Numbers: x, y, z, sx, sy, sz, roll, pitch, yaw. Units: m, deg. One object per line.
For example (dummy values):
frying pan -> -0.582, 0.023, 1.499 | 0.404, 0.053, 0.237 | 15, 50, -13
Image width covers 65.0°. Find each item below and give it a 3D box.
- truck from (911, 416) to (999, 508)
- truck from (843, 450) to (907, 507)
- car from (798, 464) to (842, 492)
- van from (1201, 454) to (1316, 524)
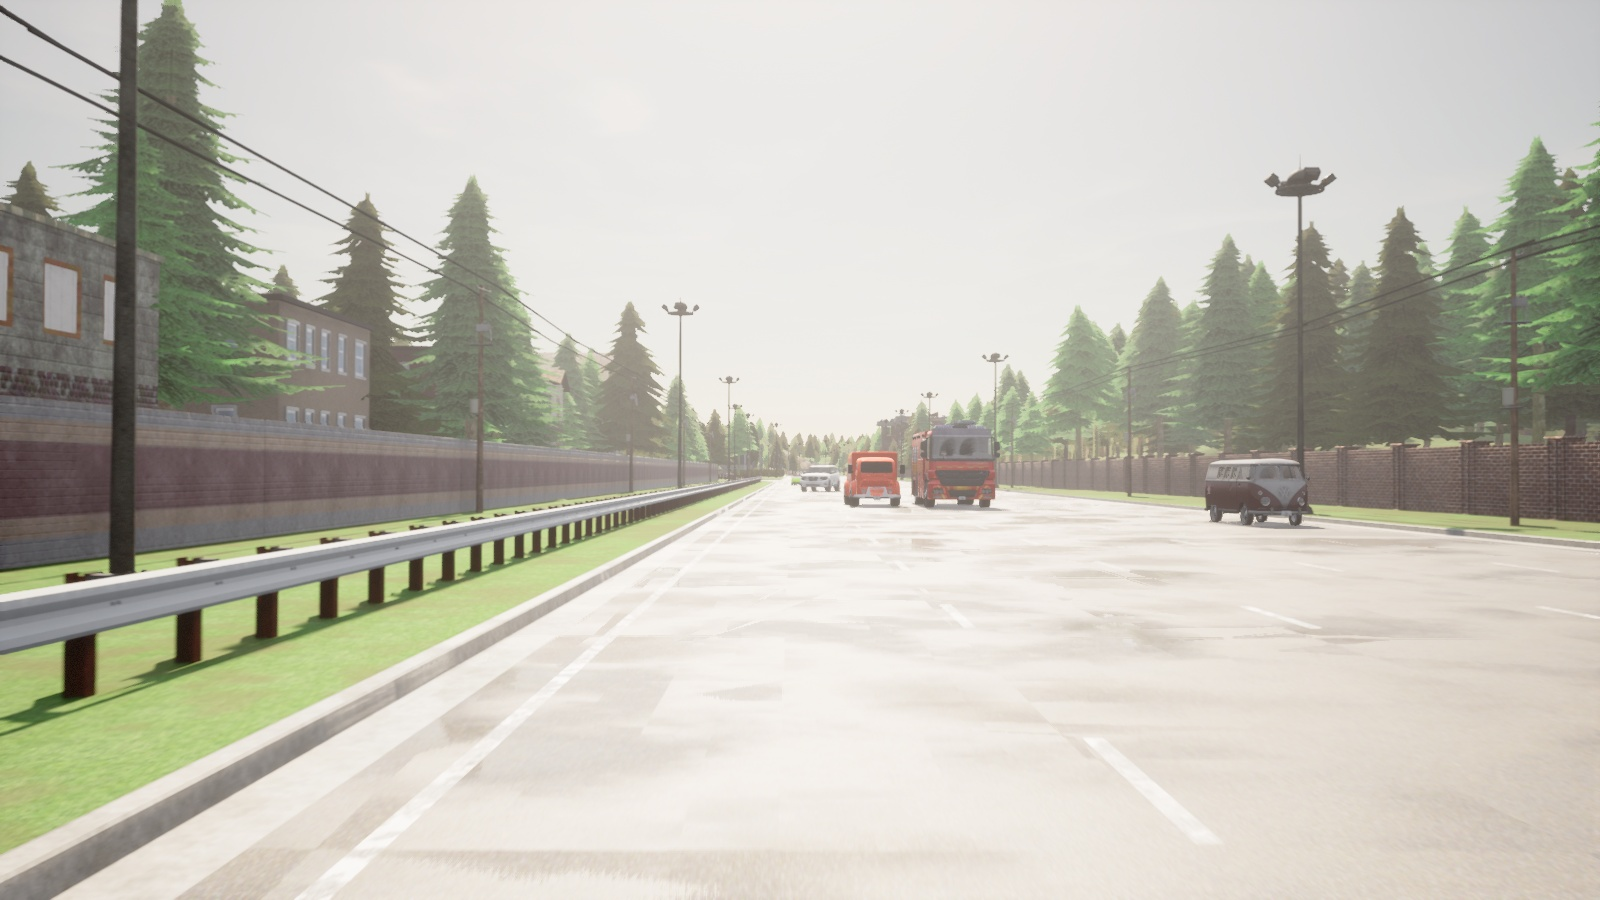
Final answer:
truck -> 6.836, 0.580, 56.718 | 2.891, 3.827, 8.468 | 0, -1, 0
truck -> 3.358, 1.283, 57.364 | 2.627, 2.467, 5.204 | 0, -1, 0
car -> 1.603, 2.147, 95.960 | 2.150, 2.045, 5.566 | 0, -1, 14
van -> 13.888, 1.159, 38.313 | 1.775, 1.987, 4.442 | 0, -1, -1
